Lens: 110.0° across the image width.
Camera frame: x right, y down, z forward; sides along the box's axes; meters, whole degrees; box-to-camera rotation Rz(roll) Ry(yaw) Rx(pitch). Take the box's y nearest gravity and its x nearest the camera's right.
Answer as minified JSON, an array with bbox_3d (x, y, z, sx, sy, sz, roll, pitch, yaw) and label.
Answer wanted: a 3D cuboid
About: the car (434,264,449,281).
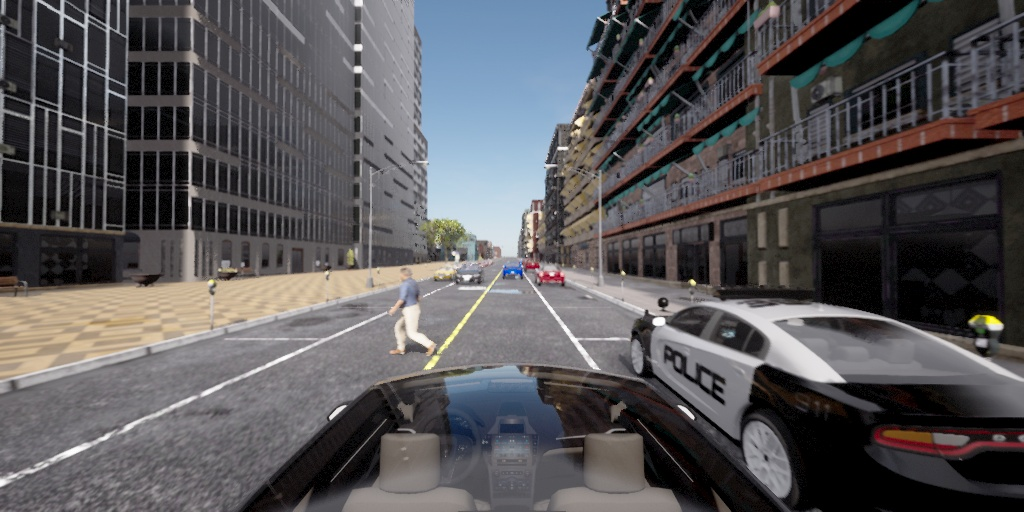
[{"bbox_3d":[-5.703,1.396,31.478,1.751,1.417,4.829,0,0,0],"label":"car"}]

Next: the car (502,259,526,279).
[{"bbox_3d":[0.079,1.361,35.009,1.882,1.535,5.008,0,-1,0],"label":"car"}]

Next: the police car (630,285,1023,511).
[{"bbox_3d":[2.999,1.188,4.477,1.930,1.638,5.238,0,0,0],"label":"police car"}]

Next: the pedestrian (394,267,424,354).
[{"bbox_3d":[-2.067,1.067,7.228,0.375,1.860,0.375,1,-1,-3],"label":"pedestrian"}]

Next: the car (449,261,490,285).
[{"bbox_3d":[-3.108,1.345,27.210,2.128,1.511,4.902,0,0,0],"label":"car"}]

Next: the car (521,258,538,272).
[{"bbox_3d":[2.670,1.244,48.620,2.192,1.841,5.009,0,0,0],"label":"car"}]

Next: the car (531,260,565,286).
[{"bbox_3d":[2.680,1.289,26.035,1.967,1.591,4.097,0,0,0],"label":"car"}]
